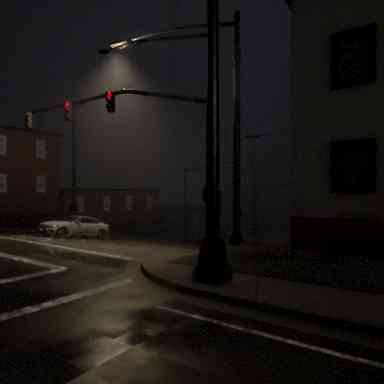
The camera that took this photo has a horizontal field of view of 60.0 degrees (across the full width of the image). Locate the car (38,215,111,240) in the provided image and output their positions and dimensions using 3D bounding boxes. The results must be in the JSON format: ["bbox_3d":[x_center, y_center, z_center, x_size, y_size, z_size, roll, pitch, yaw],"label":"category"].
[{"bbox_3d":[-7.256,2.203,21.009,1.812,1.442,4.674,0,-8,36],"label":"car"}]
